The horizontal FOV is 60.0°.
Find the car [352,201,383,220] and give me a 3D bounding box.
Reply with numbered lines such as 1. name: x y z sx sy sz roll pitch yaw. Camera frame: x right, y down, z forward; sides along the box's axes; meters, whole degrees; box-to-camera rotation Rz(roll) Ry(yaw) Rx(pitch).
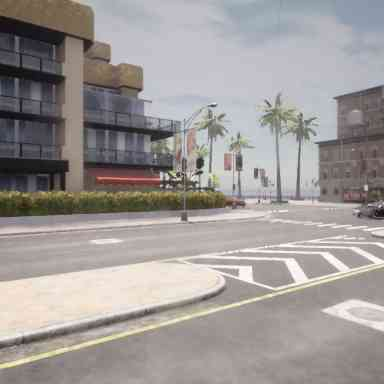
1. car: 15.722 1.491 27.544 4.902 1.511 2.128 0 0 -12

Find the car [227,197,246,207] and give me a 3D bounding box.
1. car: 6.156 1.478 51.241 1.882 1.535 5.008 0 0 -35
